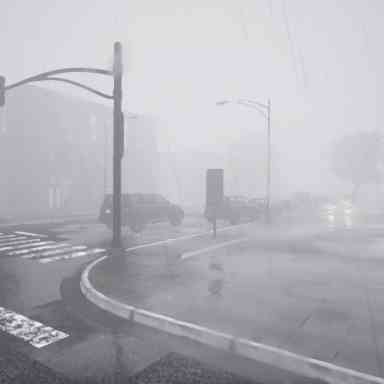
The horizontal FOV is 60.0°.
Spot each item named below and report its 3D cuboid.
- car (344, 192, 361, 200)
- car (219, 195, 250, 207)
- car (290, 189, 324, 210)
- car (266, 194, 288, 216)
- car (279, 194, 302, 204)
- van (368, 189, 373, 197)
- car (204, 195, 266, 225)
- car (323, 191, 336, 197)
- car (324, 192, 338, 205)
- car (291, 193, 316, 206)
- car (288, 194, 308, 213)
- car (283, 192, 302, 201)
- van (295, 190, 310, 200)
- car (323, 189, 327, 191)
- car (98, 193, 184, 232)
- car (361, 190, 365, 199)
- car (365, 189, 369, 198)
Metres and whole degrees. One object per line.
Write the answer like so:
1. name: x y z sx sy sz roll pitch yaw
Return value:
1. car: 27.962 0.788 58.628 2.008 1.369 4.403 1 2 35
2. car: 5.287 1.069 40.606 1.947 1.339 4.313 1 2 35
3. car: 12.187 0.892 35.840 2.192 1.841 5.009 1 2 35
4. car: 5.874 1.151 26.729 1.967 1.590 4.097 1 2 35
5. car: 14.818 0.970 49.660 1.895 1.301 4.718 1 1 35
6. van: 40.587 0.301 76.852 1.690 1.788 3.998 1 2 35
7. car: 2.719 1.093 22.169 2.192 1.841 5.009 1 2 35
8. car: 33.687 0.436 81.616 2.008 1.369 4.403 2 2 35
9. car: 18.495 1.008 44.959 1.947 1.339 4.313 1 2 35
10. car: 15.040 0.924 44.613 1.882 1.535 5.008 1 1 35
11. car: 9.029 1.195 31.289 2.008 1.369 4.403 1 2 35
12. car: 17.813 0.759 58.692 1.752 1.417 4.829 1 2 35
13. van: 21.067 0.504 63.384 1.690 1.788 3.998 1 2 35
14. car: 27.378 0.464 72.500 1.967 1.590 4.097 1 2 35
15. car: -2.721 1.044 19.056 2.150 2.045 5.566 1 1 35
16. car: 31.117 0.750 63.186 1.802 1.307 4.206 1 2 35
17. car: 34.370 0.622 67.881 1.752 1.417 4.829 1 2 35
